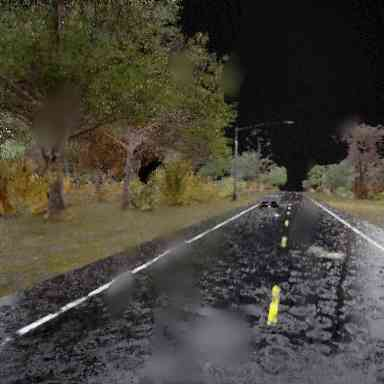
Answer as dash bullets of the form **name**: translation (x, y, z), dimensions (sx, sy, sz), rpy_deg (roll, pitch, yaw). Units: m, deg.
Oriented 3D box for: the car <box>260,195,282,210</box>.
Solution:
- **car**: translation (7.805, 0.995, 32.796), dimensions (1.895, 1.301, 4.718), rpy_deg (2, 1, 17)
